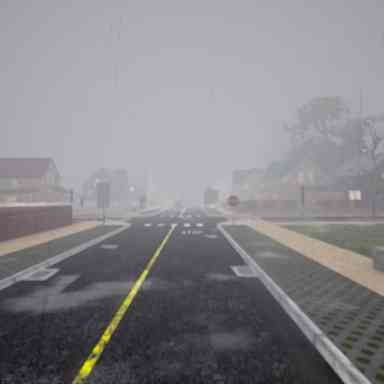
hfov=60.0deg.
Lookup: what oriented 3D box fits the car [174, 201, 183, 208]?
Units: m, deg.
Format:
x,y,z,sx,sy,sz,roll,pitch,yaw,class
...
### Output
x,y,z,sx,sy,sz,roll,pitch,yaw,class
-2.727,2.550,67.962,1.882,1.535,5.008,0,-1,0,car
